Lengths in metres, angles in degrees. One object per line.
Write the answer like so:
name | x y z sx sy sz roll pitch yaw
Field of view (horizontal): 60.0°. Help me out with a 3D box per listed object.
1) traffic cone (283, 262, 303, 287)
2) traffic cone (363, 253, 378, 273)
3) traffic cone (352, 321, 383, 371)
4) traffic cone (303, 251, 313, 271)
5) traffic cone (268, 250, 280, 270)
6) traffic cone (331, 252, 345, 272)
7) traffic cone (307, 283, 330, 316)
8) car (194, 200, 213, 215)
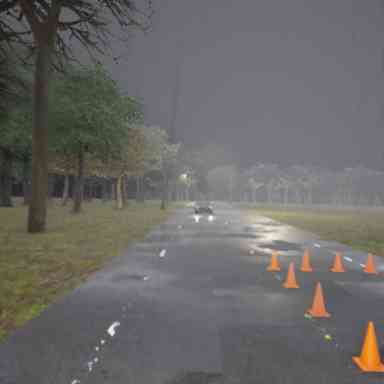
traffic cone | 2.549 2.109 8.550 0.340 0.580 0.340 2 -1 2
traffic cone | 5.600 2.212 10.467 0.340 0.580 0.340 2 0 2
traffic cone | 2.441 2.070 4.551 0.340 0.580 0.340 2 -1 2
traffic cone | 3.602 2.155 10.522 0.340 0.580 0.340 2 0 2
traffic cone | 2.603 2.127 10.549 0.340 0.580 0.340 2 0 2
traffic cone | 4.601 2.184 10.494 0.340 0.580 0.340 2 0 2
traffic cone | 2.495 2.090 6.551 0.340 0.580 0.340 2 -1 2
car | 1.371 1.695 38.724 2.097 1.767 4.553 2 0 2
